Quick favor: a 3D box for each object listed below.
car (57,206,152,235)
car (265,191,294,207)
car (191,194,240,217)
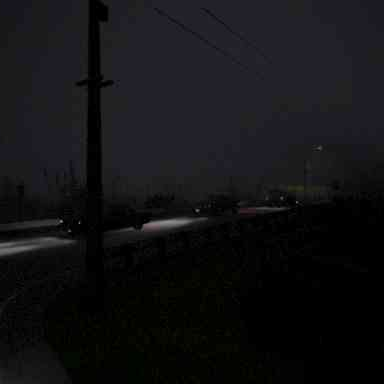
[{"bbox_3d":[-4.313,1.402,16.991,1.895,1.301,4.718,0,2,37],"label":"car"},{"bbox_3d":[9.445,0.696,35.318,2.097,1.767,4.553,0,-1,35],"label":"car"},{"bbox_3d":[1.848,0.949,25.193,2.128,1.511,4.902,0,2,37],"label":"car"}]
